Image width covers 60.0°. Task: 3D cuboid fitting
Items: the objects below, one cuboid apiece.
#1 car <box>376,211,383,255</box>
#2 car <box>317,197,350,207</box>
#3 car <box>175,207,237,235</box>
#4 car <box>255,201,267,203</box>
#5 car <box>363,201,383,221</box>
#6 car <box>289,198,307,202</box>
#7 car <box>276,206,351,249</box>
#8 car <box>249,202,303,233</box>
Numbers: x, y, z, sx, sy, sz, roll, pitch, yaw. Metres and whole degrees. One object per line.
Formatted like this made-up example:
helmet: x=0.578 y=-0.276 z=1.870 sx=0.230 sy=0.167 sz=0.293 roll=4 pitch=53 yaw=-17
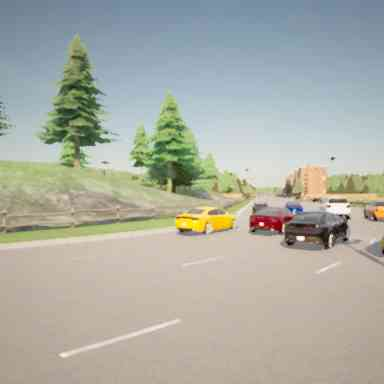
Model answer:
car: x=8.727 y=1.565 z=12.911 sx=1.882 sy=1.535 sz=5.008 roll=0 pitch=0 yaw=38
car: x=13.591 y=1.460 z=31.796 sx=2.150 sy=2.045 sz=5.566 roll=0 pitch=0 yaw=15
car: x=1.004 y=1.659 z=20.390 sx=1.882 sy=1.535 sz=5.008 roll=0 pitch=0 yaw=36
car: x=7.974 y=1.808 z=38.349 sx=2.128 sy=1.511 sz=4.902 roll=0 pitch=-1 yaw=13
car: x=16.708 y=1.560 z=29.467 sx=2.097 sy=1.767 sz=4.553 roll=0 pitch=-1 yaw=16
car: x=11.263 y=1.771 z=37.050 sx=1.882 sy=1.535 sz=5.008 roll=0 pitch=-1 yaw=14
car: x=5.841 y=1.624 z=15.296 sx=1.837 sy=1.490 sz=4.892 roll=0 pitch=0 yaw=38
car: x=5.181 y=1.646 z=20.556 sx=1.882 sy=1.535 sz=5.008 roll=0 pitch=0 yaw=32
